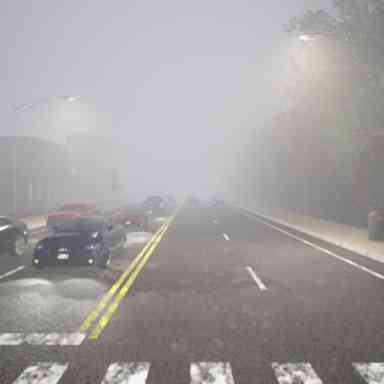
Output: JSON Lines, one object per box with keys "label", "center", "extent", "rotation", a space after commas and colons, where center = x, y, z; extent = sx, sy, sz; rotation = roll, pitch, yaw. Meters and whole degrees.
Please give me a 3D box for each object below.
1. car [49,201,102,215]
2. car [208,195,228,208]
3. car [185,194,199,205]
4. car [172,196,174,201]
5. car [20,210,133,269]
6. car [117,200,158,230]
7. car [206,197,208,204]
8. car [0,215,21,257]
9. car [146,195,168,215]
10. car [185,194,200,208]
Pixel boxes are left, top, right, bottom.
{"label": "car", "center": [-6.610, 1.323, 19.174], "extent": [1.882, 1.535, 5.008], "rotation": [0, 0, 0]}
{"label": "car", "center": [3.324, 1.268, 41.209], "extent": [1.895, 1.301, 4.718], "rotation": [0, 0, 0]}
{"label": "car", "center": [-0.029, 1.077, 51.164], "extent": [2.128, 1.511, 4.902], "rotation": [0, 1, 0]}
{"label": "car", "center": [-3.278, 0.802, 45.225], "extent": [1.994, 1.385, 4.181], "rotation": [0, 0, 0]}
{"label": "car", "center": [-3.358, 1.478, 10.658], "extent": [1.994, 1.385, 4.181], "rotation": [0, 0, 0]}
{"label": "car", "center": [-3.362, 1.406, 19.481], "extent": [1.994, 1.385, 4.181], "rotation": [0, 0, 0]}
{"label": "car", "center": [3.219, 1.132, 51.226], "extent": [2.033, 1.411, 5.357], "rotation": [0, 0, 0]}
{"label": "car", "center": [-6.607, 1.413, 9.671], "extent": [2.128, 1.511, 4.902], "rotation": [0, 0, 0]}
{"label": "car", "center": [-3.352, 1.108, 30.256], "extent": [2.097, 1.767, 4.553], "rotation": [0, 0, 1]}
{"label": "car", "center": [0.070, 1.267, 41.379], "extent": [1.895, 1.301, 4.718], "rotation": [0, 0, 0]}
